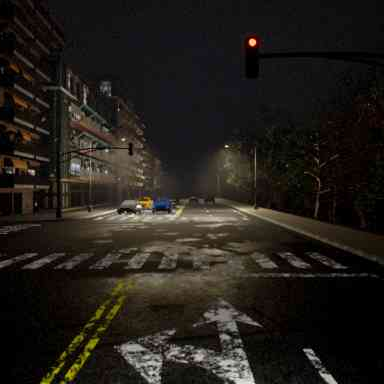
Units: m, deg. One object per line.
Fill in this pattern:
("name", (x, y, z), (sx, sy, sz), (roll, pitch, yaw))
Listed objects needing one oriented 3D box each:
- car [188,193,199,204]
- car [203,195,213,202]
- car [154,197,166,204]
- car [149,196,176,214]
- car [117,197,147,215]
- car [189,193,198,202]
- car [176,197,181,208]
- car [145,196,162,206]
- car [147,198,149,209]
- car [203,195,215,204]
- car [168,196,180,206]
("car", (0.396, 1.510, 66.499), (2.128, 1.511, 4.902), (0, 0, 0))
("car", (3.590, 1.498, 76.496), (2.033, 1.411, 5.357), (0, 0, 0))
("car", (-6.212, 1.620, 65.036), (1.895, 1.301, 4.718), (0, 0, 0))
("car", (-3.179, 1.482, 36.357), (1.882, 1.535, 5.008), (0, 0, 1))
("car", (-6.438, 1.551, 34.920), (2.033, 1.411, 5.357), (0, 0, 0))
("car", (0.341, 1.253, 76.588), (2.150, 2.045, 5.566), (0, 0, 0))
("car", (-3.090, 1.500, 45.838), (2.128, 1.511, 4.902), (0, 0, 1))
("car", (-6.260, 1.504, 54.712), (2.128, 1.511, 4.902), (0, 0, 0))
("car", (-6.354, 1.485, 44.572), (1.882, 1.535, 5.008), (0, 0, 1))
("car", (3.543, 1.525, 66.077), (1.837, 1.490, 4.892), (0, 0, 0))
("car", (-3.004, 1.518, 55.900), (1.837, 1.490, 4.892), (0, 0, 0))
